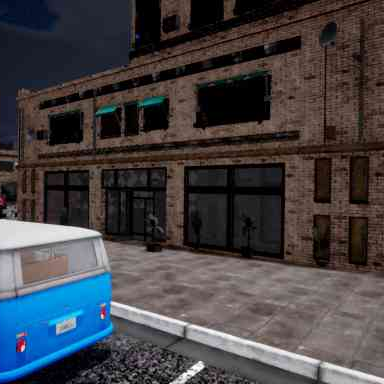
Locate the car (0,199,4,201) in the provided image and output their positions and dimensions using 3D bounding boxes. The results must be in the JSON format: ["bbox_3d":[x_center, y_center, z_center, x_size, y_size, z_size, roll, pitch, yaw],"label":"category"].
[{"bbox_3d":[-21.779,1.684,33.341,1.994,1.385,4.181,1,0,36],"label":"car"}]

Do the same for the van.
[{"bbox_3d":[-2.989,1.340,4.993,3.998,1.788,1.690,0,1,36],"label":"van"}]

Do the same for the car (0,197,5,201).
[{"bbox_3d":[-22.870,1.411,36.222,2.192,1.841,5.009,0,0,36],"label":"car"}]

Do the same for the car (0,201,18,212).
[{"bbox_3d":[-16.117,1.793,31.264,1.947,1.339,4.313,0,0,36],"label":"car"}]
